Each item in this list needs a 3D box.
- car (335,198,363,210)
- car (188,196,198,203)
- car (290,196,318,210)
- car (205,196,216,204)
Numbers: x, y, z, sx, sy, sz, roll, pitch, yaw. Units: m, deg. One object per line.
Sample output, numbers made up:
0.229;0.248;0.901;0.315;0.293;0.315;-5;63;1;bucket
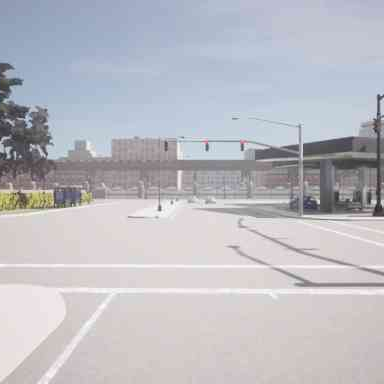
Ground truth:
19.009;1.456;40.407;1.970;1.475;3.806;0;0;0;car
0.192;1.525;66.125;1.812;1.442;4.674;0;0;0;car
13.263;1.295;39.652;2.242;1.667;4.611;0;0;0;car
3.585;1.525;64.340;1.812;1.442;4.674;0;0;0;car
